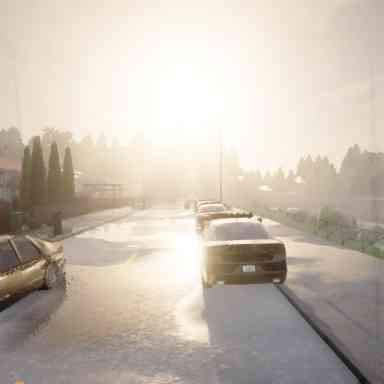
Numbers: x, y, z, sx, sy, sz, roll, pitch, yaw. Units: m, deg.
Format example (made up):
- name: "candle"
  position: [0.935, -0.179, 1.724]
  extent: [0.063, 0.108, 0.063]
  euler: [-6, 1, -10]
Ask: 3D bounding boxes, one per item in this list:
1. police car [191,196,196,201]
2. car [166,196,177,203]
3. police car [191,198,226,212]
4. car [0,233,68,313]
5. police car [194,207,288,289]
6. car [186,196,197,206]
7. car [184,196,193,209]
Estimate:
- name: "police car"
  position: [1.118, 1.375, 25.338]
  extent: [1.930, 1.638, 5.238]
  euler: [-4, 0, 0]
- name: "car"
  position: [-4.075, 1.564, 66.771]
  extent: [1.994, 1.385, 4.181]
  euler: [0, 0, 0]
- name: "police car"
  position: [1.122, 1.375, 19.346]
  extent: [1.930, 1.638, 5.238]
  euler: [-4, 0, 0]
- name: "car"
  position: [-4.107, 1.547, 6.274]
  extent: [2.033, 1.411, 5.357]
  euler: [0, 0, 0]
- name: "police car"
  position: [1.150, 1.401, 9.354]
  extent: [1.930, 1.638, 5.238]
  euler: [-2, -1, 0]
- name: "car"
  position: [-0.063, 1.505, 57.588]
  extent: [1.837, 1.490, 4.892]
  euler: [0, 0, 0]
- name: "car"
  position: [-0.015, 1.564, 45.227]
  extent: [1.994, 1.385, 4.181]
  euler: [0, 0, 0]
